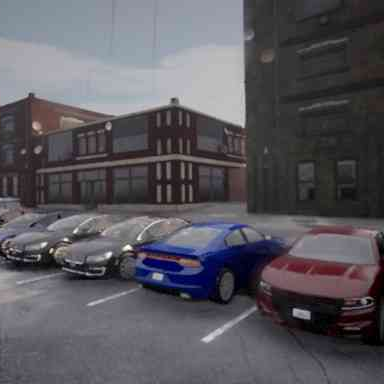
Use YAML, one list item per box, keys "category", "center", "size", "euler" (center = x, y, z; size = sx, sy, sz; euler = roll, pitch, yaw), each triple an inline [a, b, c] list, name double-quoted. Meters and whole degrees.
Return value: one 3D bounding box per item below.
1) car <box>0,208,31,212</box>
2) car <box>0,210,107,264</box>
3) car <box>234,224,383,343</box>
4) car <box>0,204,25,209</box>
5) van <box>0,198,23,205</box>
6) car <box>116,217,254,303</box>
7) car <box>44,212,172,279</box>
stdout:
- category: "car"
  center: [-5.977, 1.519, 13.177]
  size: [2.163, 1.488, 4.792]
  euler: [0, 0, 35]
- category: "car"
  center: [-3.712, 1.482, 11.607]
  size: [2.231, 1.521, 4.892]
  euler: [0, 0, 35]
- category: "car"
  center: [3.020, 1.477, 6.806]
  size: [2.097, 1.535, 5.008]
  euler: [0, 0, 35]
- category: "car"
  center: [-8.200, 1.501, 14.805]
  size: [2.097, 1.535, 5.008]
  euler: [0, 0, 35]
- category: "van"
  center: [-10.283, 1.291, 16.425]
  size: [1.878, 1.987, 4.442]
  euler: [-1, 0, 36]
- category: "car"
  center: [0.770, 1.475, 8.398]
  size: [2.097, 1.535, 5.008]
  euler: [0, 0, 35]
- category: "car"
  center: [-1.468, 1.477, 10.006]
  size: [2.231, 1.521, 4.892]
  euler: [0, 0, 35]
